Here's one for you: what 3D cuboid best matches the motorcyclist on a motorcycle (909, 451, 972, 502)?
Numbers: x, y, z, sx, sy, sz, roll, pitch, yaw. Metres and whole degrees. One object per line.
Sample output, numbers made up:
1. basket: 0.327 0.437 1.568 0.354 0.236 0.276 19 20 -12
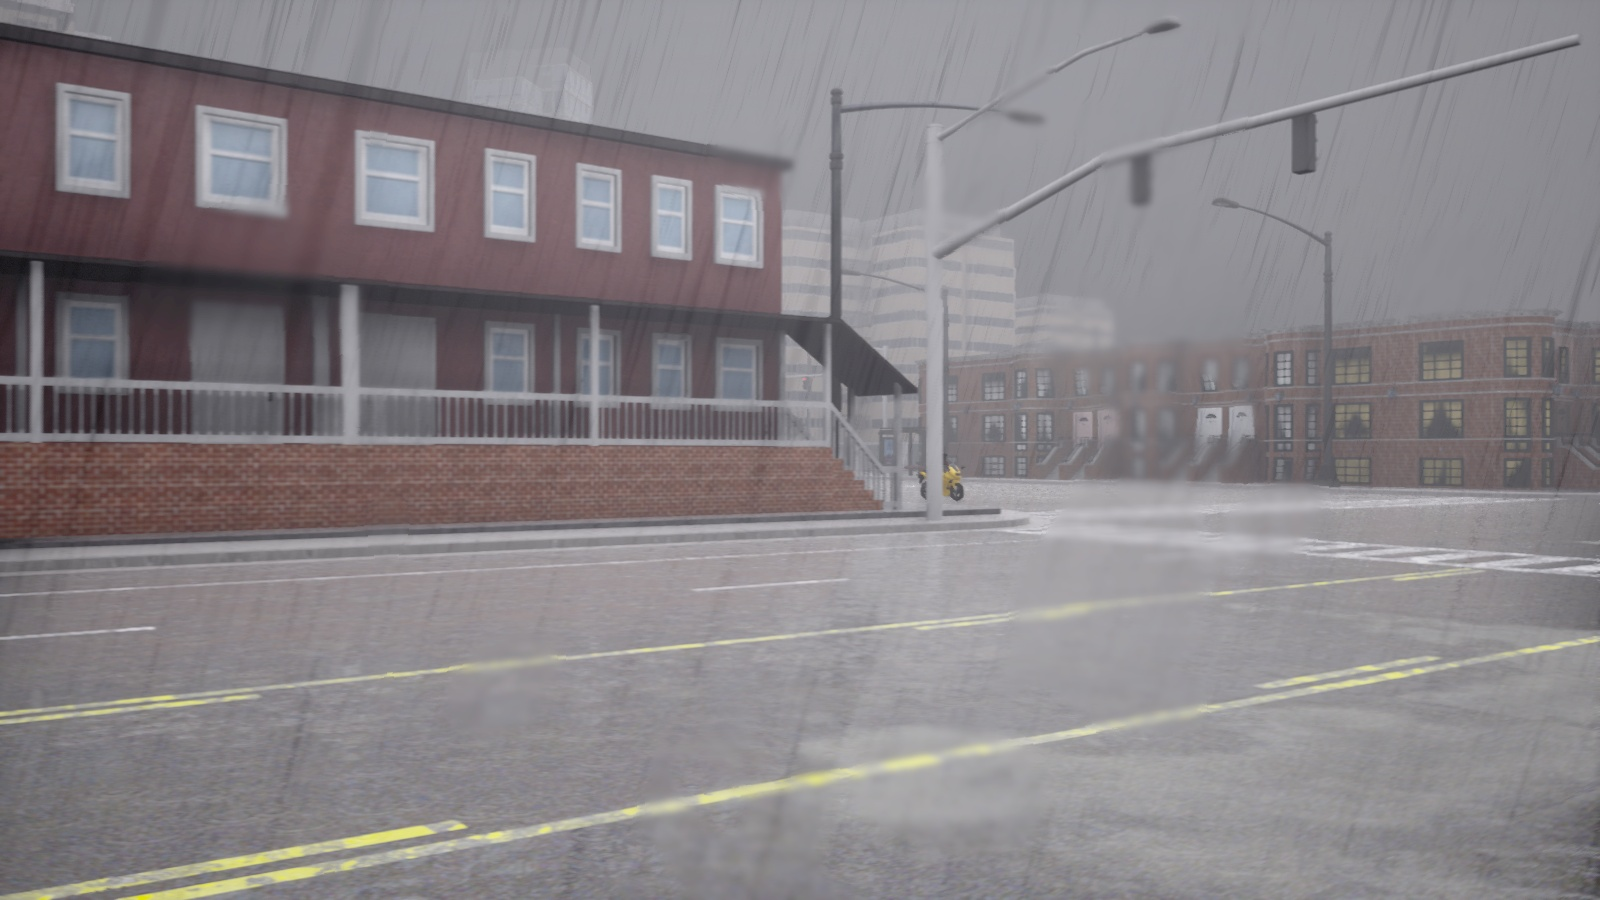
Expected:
1. motorcyclist on a motorcycle: 4.341 0.814 38.906 0.797 1.523 2.044 0 -1 -35
